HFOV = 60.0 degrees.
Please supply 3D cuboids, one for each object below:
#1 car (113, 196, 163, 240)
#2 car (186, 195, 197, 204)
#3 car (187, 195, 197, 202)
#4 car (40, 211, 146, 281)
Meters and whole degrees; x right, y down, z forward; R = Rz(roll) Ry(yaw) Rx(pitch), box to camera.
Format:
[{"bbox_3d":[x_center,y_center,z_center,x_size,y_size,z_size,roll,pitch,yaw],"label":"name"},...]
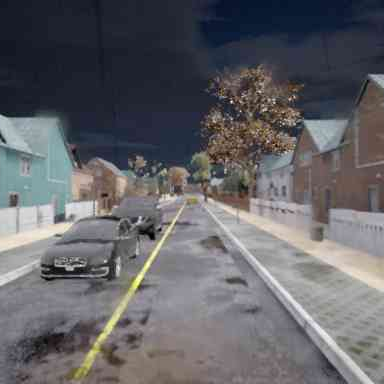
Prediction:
[{"bbox_3d":[-2.754,1.242,17.494,2.150,2.045,5.566,0,0,0],"label":"car"},{"bbox_3d":[-0.011,1.537,63.022,1.882,1.535,5.008,0,0,0],"label":"car"},{"bbox_3d":[-0.011,1.424,73.309,2.128,1.511,4.902,0,0,0],"label":"car"},{"bbox_3d":[-2.764,1.520,9.989,1.837,1.490,4.892,0,-1,0],"label":"car"}]
